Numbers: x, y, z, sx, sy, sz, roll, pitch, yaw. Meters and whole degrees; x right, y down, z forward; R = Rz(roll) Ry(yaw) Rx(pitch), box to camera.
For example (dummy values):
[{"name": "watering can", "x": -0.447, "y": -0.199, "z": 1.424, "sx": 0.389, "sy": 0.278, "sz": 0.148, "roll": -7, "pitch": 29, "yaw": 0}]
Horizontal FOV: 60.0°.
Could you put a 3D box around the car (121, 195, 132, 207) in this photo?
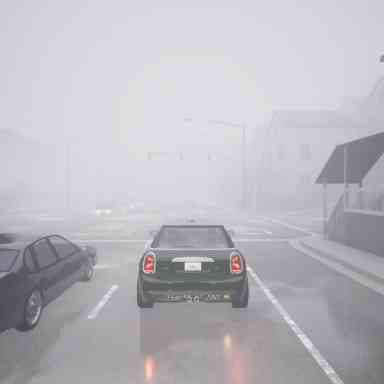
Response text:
[{"name": "car", "x": -11.125, "y": 1.352, "z": 51.828, "sx": 2.097, "sy": 1.767, "sz": 4.553, "roll": 0, "pitch": 0, "yaw": -1}]

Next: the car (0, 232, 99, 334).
[{"name": "car", "x": -3.488, "y": 1.547, "z": 6.798, "sx": 2.033, "sy": 1.411, "sz": 5.357, "roll": 0, "pitch": 0, "yaw": 0}]

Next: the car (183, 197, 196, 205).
[{"name": "car", "x": -0.473, "y": 1.525, "z": 55.279, "sx": 1.812, "sy": 1.442, "sz": 4.674, "roll": 0, "pitch": 0, "yaw": -1}]

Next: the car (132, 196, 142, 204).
[{"name": "car", "x": -11.198, "y": 1.491, "z": 61.897, "sx": 2.128, "sy": 1.511, "sz": 4.902, "roll": 0, "pitch": 0, "yaw": 0}]

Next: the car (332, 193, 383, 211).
[{"name": "car", "x": 14.110, "y": 0.954, "z": 27.907, "sx": 4.674, "sy": 1.442, "sz": 1.812, "roll": -15, "pitch": 0, "yaw": -2}]

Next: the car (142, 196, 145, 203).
[{"name": "car", "x": -11.244, "y": 1.521, "z": 72.170, "sx": 2.128, "sy": 1.511, "sz": 4.902, "roll": 0, "pitch": 0, "yaw": -1}]

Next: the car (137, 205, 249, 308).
[{"name": "car", "x": 0.003, "y": 1.352, "z": 8.080, "sx": 2.097, "sy": 1.767, "sz": 4.553, "roll": 0, "pitch": 0, "yaw": 0}]

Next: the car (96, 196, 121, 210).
[{"name": "car", "x": -11.042, "y": 1.564, "z": 43.173, "sx": 1.994, "sy": 1.385, "sz": 4.181, "roll": 0, "pitch": 0, "yaw": -1}]
